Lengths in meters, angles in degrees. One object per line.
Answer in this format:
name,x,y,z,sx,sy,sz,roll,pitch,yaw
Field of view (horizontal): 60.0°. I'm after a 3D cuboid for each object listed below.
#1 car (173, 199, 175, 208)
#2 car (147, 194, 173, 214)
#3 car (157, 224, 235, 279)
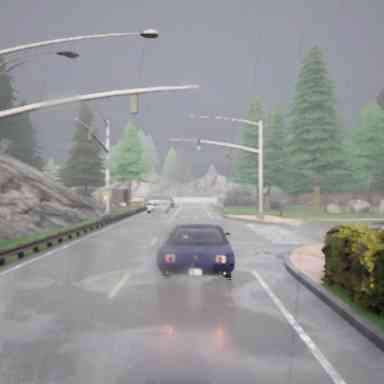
car,-3.554,1.391,46.622,2.097,1.767,4.553,0,0,0
car,-3.590,1.252,36.667,2.150,2.045,5.566,0,0,0
car,0.224,1.609,10.092,1.895,1.301,4.718,0,0,3
